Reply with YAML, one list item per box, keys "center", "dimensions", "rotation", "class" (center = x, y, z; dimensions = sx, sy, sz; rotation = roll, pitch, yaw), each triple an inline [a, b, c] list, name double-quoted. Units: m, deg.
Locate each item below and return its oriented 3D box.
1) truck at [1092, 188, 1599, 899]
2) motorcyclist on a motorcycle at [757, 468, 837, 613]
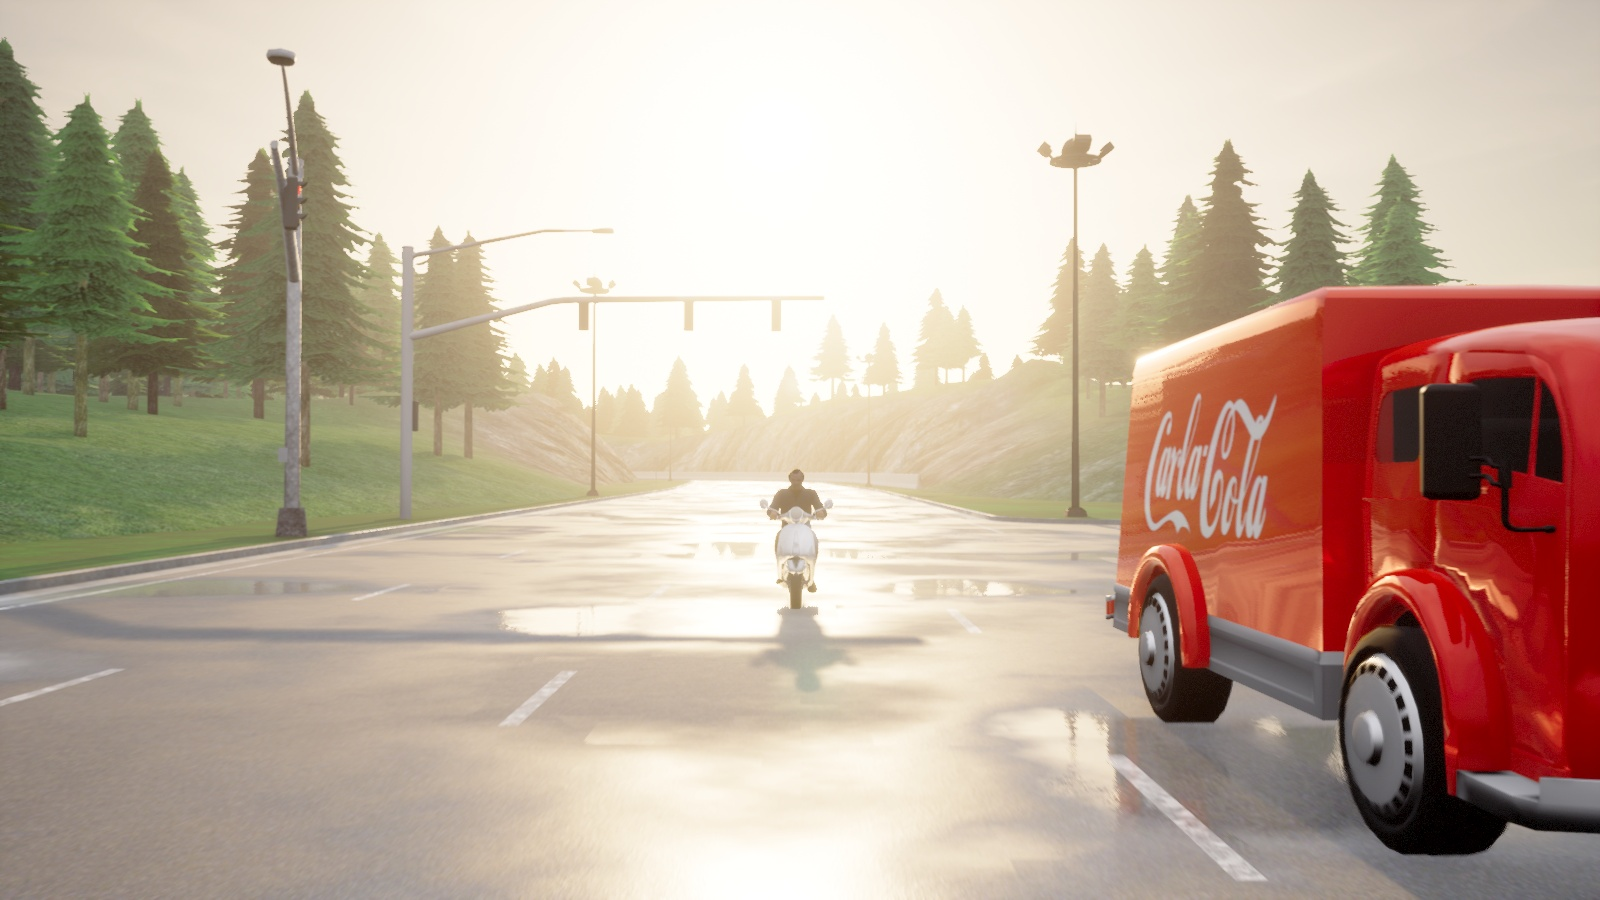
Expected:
- center: [3.482, 0.422, 6.668]
  dimensions: [2.627, 2.467, 5.204]
  rotation: [0, -1, 0]
  class: "truck"
- center: [-0.036, 1.008, 14.739]
  dimensions: [0.866, 1.590, 1.817]
  rotation: [0, -1, 0]
  class: "motorcyclist on a motorcycle"
